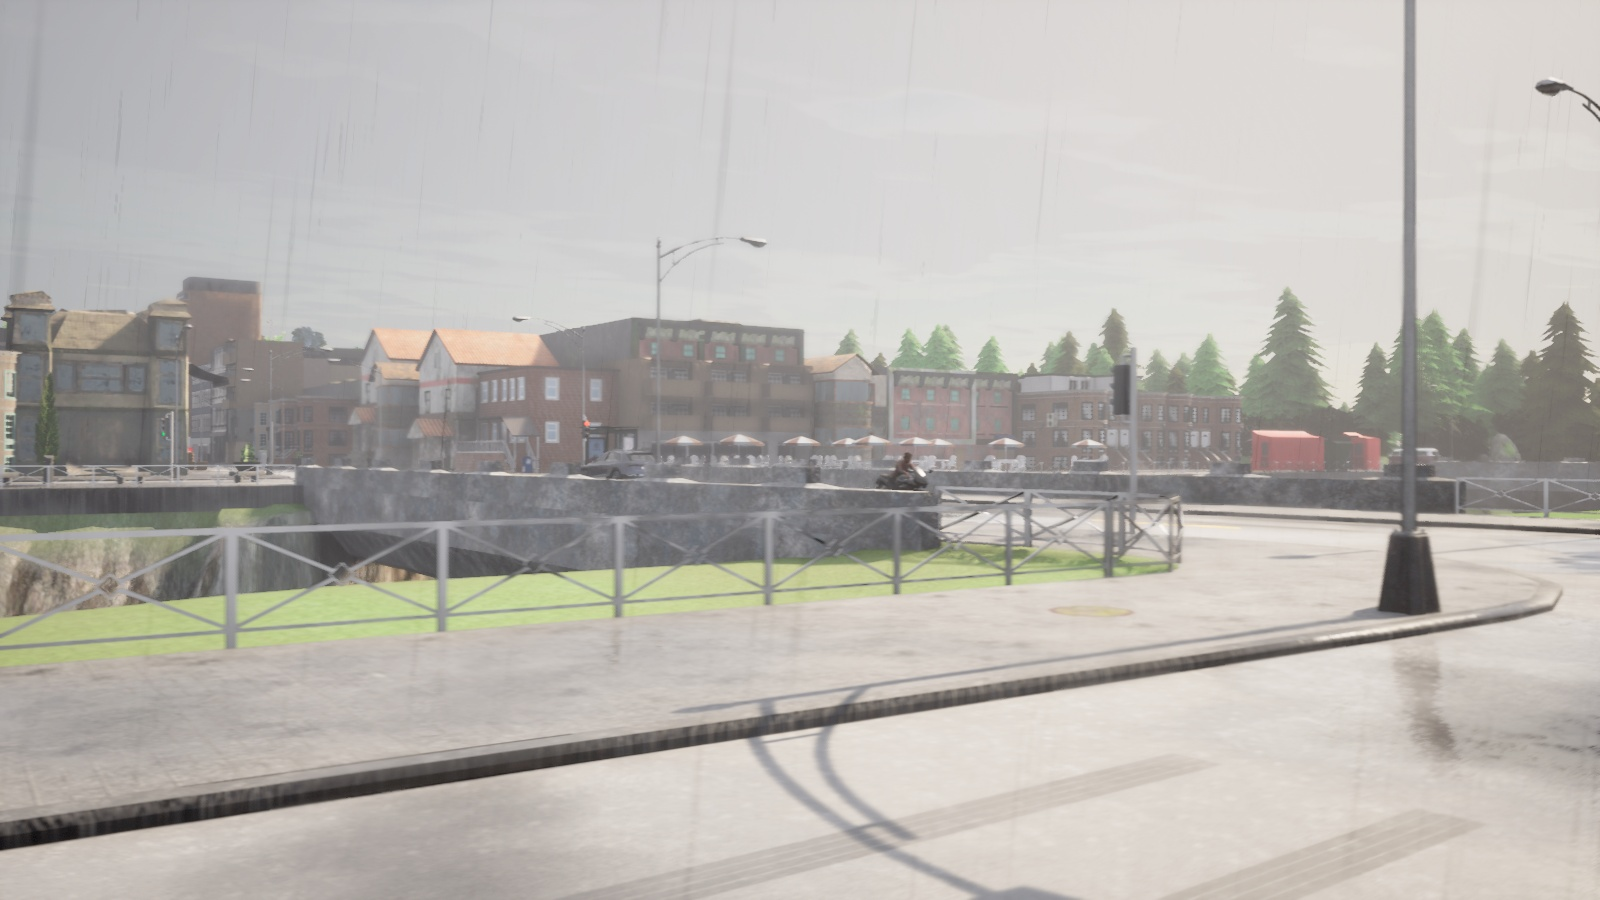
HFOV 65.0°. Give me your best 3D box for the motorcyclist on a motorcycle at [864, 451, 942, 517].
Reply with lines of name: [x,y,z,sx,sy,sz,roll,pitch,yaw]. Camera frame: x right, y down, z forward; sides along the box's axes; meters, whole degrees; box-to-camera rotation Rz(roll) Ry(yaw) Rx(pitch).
motorcyclist on a motorcycle: [2.475,0.796,30.412,0.797,1.523,2.044,0,0,-34]

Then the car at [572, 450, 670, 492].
car: [-7.416,0.817,51.573,2.033,1.649,4.856,0,0,-35]
